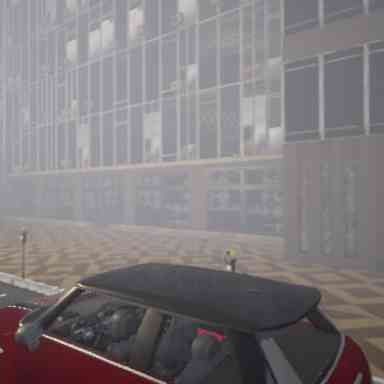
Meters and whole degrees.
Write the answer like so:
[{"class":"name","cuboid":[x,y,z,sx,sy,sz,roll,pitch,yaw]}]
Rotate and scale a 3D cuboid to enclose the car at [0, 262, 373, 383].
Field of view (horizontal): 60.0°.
[{"class":"car","cuboid":[-0.542,1.450,3.261,4.097,1.590,1.967,0,0,35]}]
